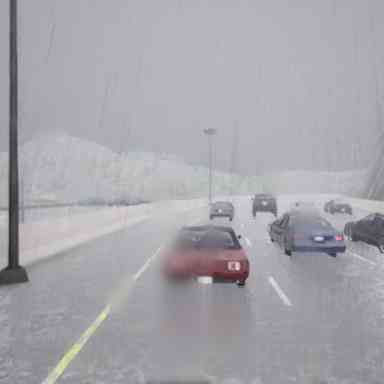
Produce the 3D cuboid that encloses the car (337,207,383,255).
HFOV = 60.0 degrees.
[{"bbox_3d":[7.760,1.522,12.990,2.033,1.411,5.357,0,0,5],"label":"car"}]

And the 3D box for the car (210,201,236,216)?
[{"bbox_3d":[2.571,1.489,27.588,2.033,1.411,5.357,0,0,10],"label":"car"}]

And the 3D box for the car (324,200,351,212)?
[{"bbox_3d":[14.202,1.461,32.448,1.812,1.442,4.674,0,0,12],"label":"car"}]

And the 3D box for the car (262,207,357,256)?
[{"bbox_3d":[4.247,1.521,13.044,2.033,1.411,5.357,0,0,5],"label":"car"}]

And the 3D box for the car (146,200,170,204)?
[{"bbox_3d":[-4.548,1.502,45.246,1.895,1.301,4.718,0,0,15],"label":"car"}]

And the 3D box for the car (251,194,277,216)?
[{"bbox_3d":[6.828,1.157,31.386,2.150,2.045,5.566,0,0,11],"label":"car"}]

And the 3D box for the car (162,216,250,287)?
[{"bbox_3d":[0.445,1.581,9.279,1.895,1.301,4.718,0,0,4],"label":"car"}]

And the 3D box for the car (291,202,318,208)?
[{"bbox_3d":[10.173,1.539,30.259,1.895,1.301,4.718,0,0,11],"label":"car"}]
